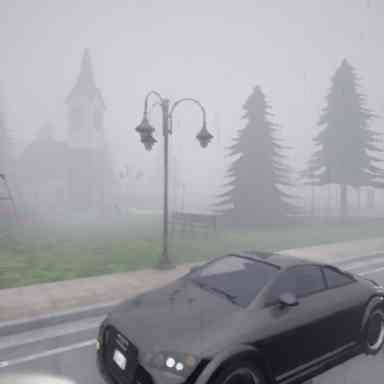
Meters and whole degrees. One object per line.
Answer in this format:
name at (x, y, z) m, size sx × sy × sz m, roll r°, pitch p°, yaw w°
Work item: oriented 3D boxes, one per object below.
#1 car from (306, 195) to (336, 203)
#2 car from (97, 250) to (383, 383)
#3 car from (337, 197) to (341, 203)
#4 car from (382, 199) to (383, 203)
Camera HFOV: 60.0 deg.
car at (27.707, 1.608, 71.615) m, size 2.007 × 1.523 × 4.514 m, roll 0°, pitch 0°, yaw -35°
car at (0.890, 1.571, 4.596) m, size 4.181 × 1.385 × 1.994 m, roll 1°, pitch 0°, yaw -35°
car at (30.255, 1.620, 73.445) m, size 2.152 × 1.636 × 5.027 m, roll 0°, pitch 0°, yaw -35°
car at (44.362, 1.723, 73.884) m, size 1.845 × 1.501 × 3.633 m, roll 0°, pitch 0°, yaw -35°
